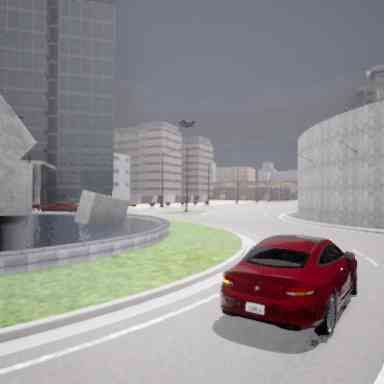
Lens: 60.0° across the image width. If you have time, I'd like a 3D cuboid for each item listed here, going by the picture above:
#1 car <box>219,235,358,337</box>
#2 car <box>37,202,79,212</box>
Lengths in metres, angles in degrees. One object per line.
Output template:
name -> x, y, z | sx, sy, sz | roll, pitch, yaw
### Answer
car -> 2.223, 1.627, 6.946 | 1.812, 1.442, 4.674 | 1, -1, 33
car -> -15.064, 1.881, 37.596 | 4.674, 1.442, 1.812 | 0, -1, -1
